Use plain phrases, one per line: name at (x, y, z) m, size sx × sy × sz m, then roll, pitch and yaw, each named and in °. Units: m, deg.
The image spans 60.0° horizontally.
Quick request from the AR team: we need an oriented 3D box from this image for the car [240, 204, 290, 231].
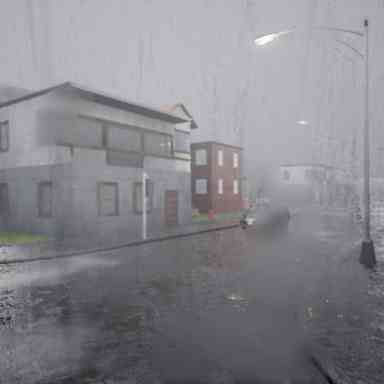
car at (4.716, 1.537, 21.202) m, size 2.128 × 1.511 × 4.902 m, roll 0°, pitch 0°, yaw 34°
